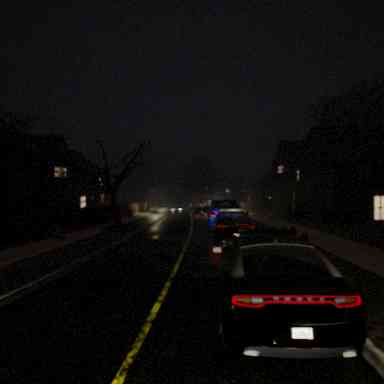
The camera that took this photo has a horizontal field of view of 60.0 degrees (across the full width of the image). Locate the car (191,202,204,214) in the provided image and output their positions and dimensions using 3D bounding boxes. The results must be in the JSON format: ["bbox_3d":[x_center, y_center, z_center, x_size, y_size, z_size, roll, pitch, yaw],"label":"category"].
[{"bbox_3d":[1.177,2.241,43.973,1.895,1.301,4.718,-1,-1,-2],"label":"car"}]

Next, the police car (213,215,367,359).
[{"bbox_3d":[1.452,1.482,6.480,1.930,1.638,5.238,-1,-1,4],"label":"police car"}]

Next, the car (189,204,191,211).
[{"bbox_3d":[0.656,2.416,54.986,1.994,1.385,4.181,-1,-1,-4],"label":"car"}]

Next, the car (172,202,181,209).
[{"bbox_3d":[-3.312,2.777,70.295,1.812,1.442,4.674,-1,-1,-5],"label":"car"}]

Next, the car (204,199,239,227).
[{"bbox_3d":[2.120,1.496,22.491,2.150,2.045,5.566,-1,-1,1],"label":"car"}]

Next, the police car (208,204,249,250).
[{"bbox_3d":[1.951,1.611,16.532,1.930,1.638,5.238,-1,-1,2],"label":"police car"}]
